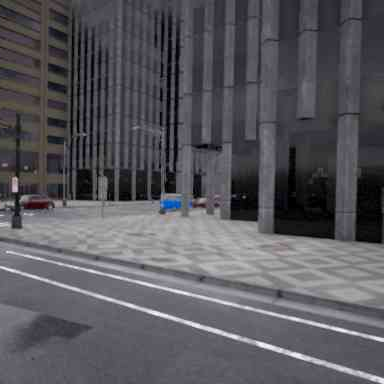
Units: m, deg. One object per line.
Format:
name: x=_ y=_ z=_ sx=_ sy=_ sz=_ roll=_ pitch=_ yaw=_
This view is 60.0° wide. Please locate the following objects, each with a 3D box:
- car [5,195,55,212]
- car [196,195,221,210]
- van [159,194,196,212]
car: x=-14.950 y=0.972 z=30.717 sx=1.967 sy=1.590 sz=4.097 roll=2 pitch=1 yaw=36
car: x=1.511 y=1.325 z=38.971 sx=1.802 sy=1.307 sz=4.206 roll=2 pitch=1 yaw=36
van: x=-1.668 y=1.090 z=34.555 sx=1.690 sy=1.788 sz=3.998 roll=2 pitch=1 yaw=36
